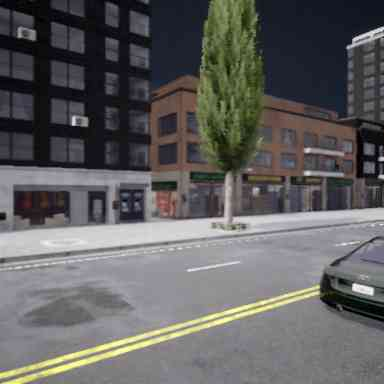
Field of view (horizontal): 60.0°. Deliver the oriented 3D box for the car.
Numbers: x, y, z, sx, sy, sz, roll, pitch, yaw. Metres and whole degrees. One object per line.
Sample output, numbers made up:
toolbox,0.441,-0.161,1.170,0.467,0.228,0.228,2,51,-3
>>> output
car,4.427,1.558,6.601,4.181,1.385,1.994,0,0,-36
